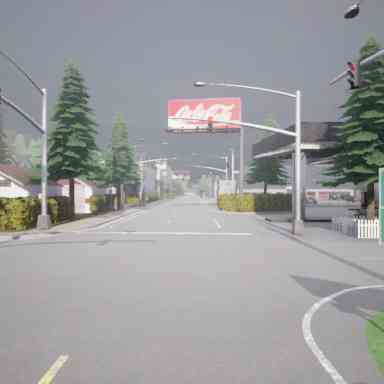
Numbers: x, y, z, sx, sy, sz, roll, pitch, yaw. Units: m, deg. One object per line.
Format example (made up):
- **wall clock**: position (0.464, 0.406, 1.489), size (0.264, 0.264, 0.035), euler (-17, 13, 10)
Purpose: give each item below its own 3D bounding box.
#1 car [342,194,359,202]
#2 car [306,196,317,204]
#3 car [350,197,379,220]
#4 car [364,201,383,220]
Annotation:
- **car**: position (34.953, 1.489, 71.732), size (2.007, 1.523, 4.514), euler (0, 0, 0)
- **car**: position (22.544, 1.552, 63.948), size (1.970, 1.475, 3.806), euler (0, 0, 0)
- **car**: position (14.385, 1.504, 24.887), size (3.866, 1.878, 1.905), euler (0, 0, 0)
- **car**: position (18.715, 1.672, 30.554), size (4.611, 1.667, 2.242), euler (0, 0, 0)
